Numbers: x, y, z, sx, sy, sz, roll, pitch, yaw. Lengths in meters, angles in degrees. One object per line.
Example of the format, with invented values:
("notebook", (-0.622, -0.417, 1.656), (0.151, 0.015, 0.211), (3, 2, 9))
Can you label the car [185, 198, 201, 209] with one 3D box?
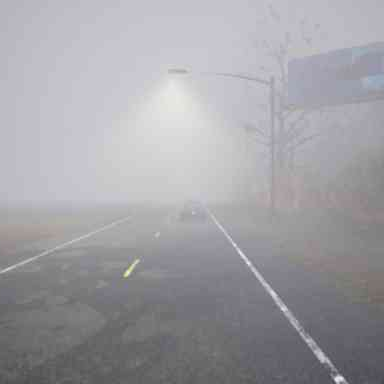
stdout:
("car", (0.113, 1.405, 42.087), (1.895, 1.301, 4.718), (0, 0, 0))

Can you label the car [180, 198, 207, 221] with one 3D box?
("car", (0.108, 1.444, 25.873), (1.994, 1.385, 4.181), (0, 0, 0))
